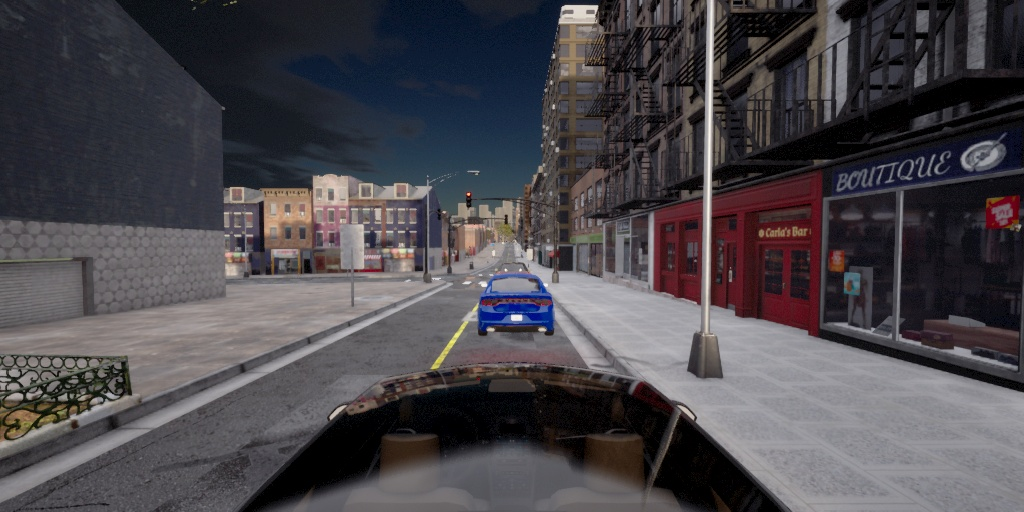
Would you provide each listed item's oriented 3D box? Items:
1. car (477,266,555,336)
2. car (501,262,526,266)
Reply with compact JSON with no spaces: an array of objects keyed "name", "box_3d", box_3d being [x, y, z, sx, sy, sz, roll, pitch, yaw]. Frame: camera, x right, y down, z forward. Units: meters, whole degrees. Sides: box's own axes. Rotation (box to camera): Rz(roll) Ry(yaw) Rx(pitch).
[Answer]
[{"name":"car","box_3d":[0.089,1.229,10.472,1.882,1.535,5.008,0,0,0]},{"name":"car","box_3d":[0.056,1.109,20.465,2.097,1.767,4.553,0,0,0]}]
